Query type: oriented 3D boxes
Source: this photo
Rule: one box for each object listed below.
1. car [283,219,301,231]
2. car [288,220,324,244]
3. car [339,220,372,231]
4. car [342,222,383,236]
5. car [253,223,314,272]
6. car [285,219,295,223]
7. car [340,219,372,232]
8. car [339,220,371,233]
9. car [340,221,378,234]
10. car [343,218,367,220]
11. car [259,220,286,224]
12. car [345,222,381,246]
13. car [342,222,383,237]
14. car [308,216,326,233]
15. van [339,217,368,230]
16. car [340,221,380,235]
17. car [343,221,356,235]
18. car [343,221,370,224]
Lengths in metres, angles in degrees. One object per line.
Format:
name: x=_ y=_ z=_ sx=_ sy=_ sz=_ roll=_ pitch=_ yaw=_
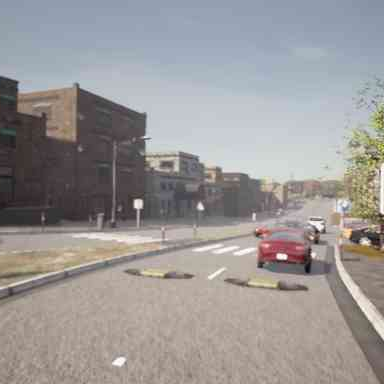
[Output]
car: x=14.427 y=4.654 z=47.730 sx=1.882 sy=1.535 sz=5.008 roll=1 pitch=-3 yaw=23
car: x=9.086 y=3.227 z=26.369 sx=2.033 sy=1.411 sz=5.357 roll=1 pitch=-4 yaw=23
car: x=27.616 y=5.642 z=56.444 sx=4.892 sy=1.521 sz=2.231 roll=1 pitch=-3 yaw=23
car: x=22.294 y=4.809 z=43.765 sx=4.674 sy=1.452 sz=2.002 roll=1 pitch=-3 yaw=23
car: x=3.697 y=2.106 z=12.992 sx=1.812 sy=1.442 sz=4.674 roll=1 pitch=-4 yaw=20
car: x=10.545 y=3.977 z=38.494 sx=2.128 sy=1.511 sz=4.902 roll=1 pitch=-4 yaw=23
car: x=26.581 y=5.358 z=54.042 sx=4.553 sy=1.767 sz=2.185 roll=1 pitch=-3 yaw=23
car: x=17.864 y=4.001 z=33.706 sx=5.366 sy=1.575 sz=1.946 roll=1 pitch=-4 yaw=23
car: x=24.450 y=5.158 z=48.824 sx=4.792 sy=1.488 sz=2.163 roll=1 pitch=-3 yaw=23
car: x=20.138 y=4.271 z=38.714 sx=4.553 sy=1.767 sz=2.185 roll=1 pitch=-3 yaw=23
car: x=6.766 y=3.356 z=29.237 sx=1.895 sy=1.301 sz=4.718 roll=1 pitch=-4 yaw=23
car: x=13.772 y=3.193 z=23.506 sx=4.892 sy=1.521 sz=2.231 roll=1 pitch=-4 yaw=23
car: x=21.225 y=4.623 z=41.234 sx=4.674 sy=1.452 sz=2.002 roll=1 pitch=-3 yaw=23
car: x=16.343 y=4.259 z=43.728 sx=2.150 sy=2.045 sz=5.566 roll=1 pitch=-3 yaw=23
van: x=28.590 y=5.577 z=59.036 sx=4.442 sy=1.987 sz=1.878 roll=1 pitch=-3 yaw=23
car: x=23.331 y=4.981 z=46.315 sx=4.792 sy=1.488 sz=2.163 roll=1 pitch=-3 yaw=23
car: x=14.837 y=3.399 z=26.038 sx=5.008 sy=1.535 sz=2.097 roll=1 pitch=-4 yaw=23
car: x=15.911 y=3.605 z=28.565 sx=4.892 sy=1.521 sz=2.231 roll=1 pitch=-4 yaw=23
